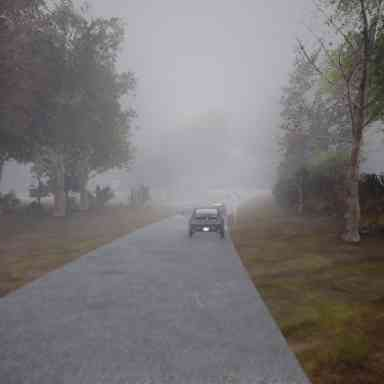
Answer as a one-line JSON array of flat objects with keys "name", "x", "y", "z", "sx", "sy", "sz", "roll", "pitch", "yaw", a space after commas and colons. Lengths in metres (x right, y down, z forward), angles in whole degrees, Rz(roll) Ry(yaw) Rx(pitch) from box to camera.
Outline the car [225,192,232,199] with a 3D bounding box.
[{"name": "car", "x": 8.850, "y": 0.802, "z": 76.728, "sx": 1.895, "sy": 1.301, "sz": 4.718, "roll": 1, "pitch": 3, "yaw": 16}]

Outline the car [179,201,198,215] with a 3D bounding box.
[{"name": "car", "x": -0.163, "y": 1.763, "z": 36.428, "sx": 1.837, "sy": 1.490, "sz": 4.892, "roll": 1, "pitch": 0, "yaw": 8}]

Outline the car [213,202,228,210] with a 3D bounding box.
[{"name": "car", "x": 2.853, "y": 1.820, "z": 36.844, "sx": 1.812, "sy": 1.442, "sz": 4.674, "roll": 0, "pitch": 0, "yaw": 8}]

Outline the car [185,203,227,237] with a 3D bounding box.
[{"name": "car", "x": 0.860, "y": 1.585, "z": 18.673, "sx": 1.837, "sy": 1.490, "sz": 4.892, "roll": 0, "pitch": -1, "yaw": 4}]
